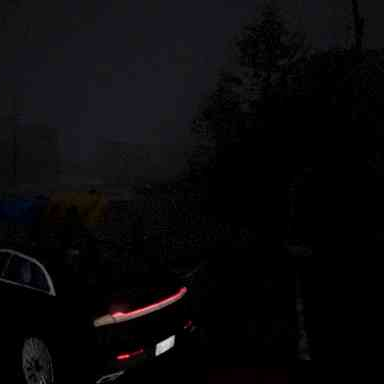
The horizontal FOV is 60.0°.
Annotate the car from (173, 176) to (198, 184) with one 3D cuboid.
[{"bbox_3d":[-1.493,-2.790,75.031,5.366,1.575,1.946,3,5,34],"label":"car"}]

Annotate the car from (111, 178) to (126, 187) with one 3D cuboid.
[{"bbox_3d":[-15.869,-1.752,64.702,4.792,1.488,2.163,2,5,34],"label":"car"}]

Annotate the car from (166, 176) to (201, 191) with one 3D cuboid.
[{"bbox_3d":[-2.011,-1.014,53.651,5.566,2.045,2.435,5,8,35],"label":"car"}]

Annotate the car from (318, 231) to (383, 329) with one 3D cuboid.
[{"bbox_3d":[3.764,1.507,6.797,2.163,1.488,4.792,0,-1,16],"label":"car"}]

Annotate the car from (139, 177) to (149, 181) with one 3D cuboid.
[{"bbox_3d":[-11.170,-2.092,68.214,4.792,1.488,2.163,3,6,34],"label":"car"}]

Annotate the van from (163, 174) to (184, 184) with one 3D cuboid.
[{"bbox_3d":[-4.118,-2.856,73.454,4.442,1.987,1.878,2,6,34],"label":"van"}]

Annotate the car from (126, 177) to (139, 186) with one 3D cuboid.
[{"bbox_3d":[-13.498,-2.075,66.426,4.553,1.767,2.185,2,6,34],"label":"car"}]

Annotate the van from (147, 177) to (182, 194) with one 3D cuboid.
[{"bbox_3d":[-4.362,-0.815,51.889,4.442,1.987,1.878,5,7,35],"label":"van"}]

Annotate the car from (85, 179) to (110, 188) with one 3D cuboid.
[{"bbox_3d":[-18.270,-1.573,62.975,4.674,1.452,2.002,2,5,33],"label":"car"}]

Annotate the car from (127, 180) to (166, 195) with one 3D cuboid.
[{"bbox_3d":[-6.935,-0.433,50.294,5.008,1.535,2.097,5,7,35],"label":"car"}]

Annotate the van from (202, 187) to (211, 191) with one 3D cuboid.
[{"bbox_3d":[0.392,-1.160,55.392,4.442,1.987,1.878,5,8,35],"label":"van"}]

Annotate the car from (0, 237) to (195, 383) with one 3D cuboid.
[{"bbox_3d":[-2.249,1.459,5.104,4.902,1.511,2.128,1,0,36],"label":"car"}]

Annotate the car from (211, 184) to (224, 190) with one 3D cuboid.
[{"bbox_3d":[2.941,-1.221,57.048,4.553,1.767,2.185,5,7,35],"label":"car"}]

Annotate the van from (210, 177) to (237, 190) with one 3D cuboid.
[{"bbox_3d":[5.539,-1.477,58.647,4.442,1.987,1.878,5,7,35],"label":"van"}]
